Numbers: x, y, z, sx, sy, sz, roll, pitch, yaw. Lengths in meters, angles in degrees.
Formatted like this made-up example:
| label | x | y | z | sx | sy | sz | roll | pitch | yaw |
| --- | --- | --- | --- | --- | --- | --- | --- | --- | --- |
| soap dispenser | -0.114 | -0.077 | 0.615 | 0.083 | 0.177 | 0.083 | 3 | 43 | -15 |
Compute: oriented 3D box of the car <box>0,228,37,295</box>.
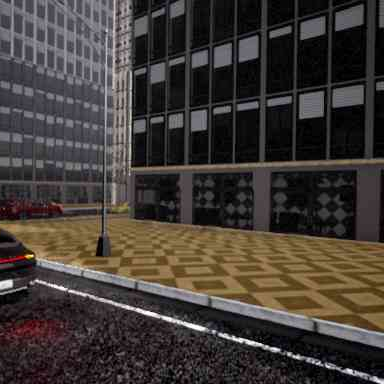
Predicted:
| label | x | y | z | sx | sy | sz | roll | pitch | yaw |
| --- | --- | --- | --- | --- | --- | --- | --- | --- | --- |
| car | -5.477 | 1.497 | 7.619 | 4.892 | 1.490 | 1.837 | 0 | 0 | 36 |

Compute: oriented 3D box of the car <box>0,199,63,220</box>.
| label | x | y | z | sx | sy | sz | roll | pitch | yaw |
| --- | --- | --- | --- | --- | --- | --- | --- | --- | --- |
| car | -14.181 | 1.509 | 29.677 | 2.192 | 1.841 | 5.009 | 1 | 0 | 37 |

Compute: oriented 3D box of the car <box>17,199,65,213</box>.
| label | x | y | z | sx | sy | sz | roll | pitch | yaw |
| --- | --- | --- | --- | --- | --- | --- | --- | --- | --- |
| car | -17.646 | 1.630 | 39.064 | 1.752 | 1.417 | 4.829 | 1 | 0 | 37 |

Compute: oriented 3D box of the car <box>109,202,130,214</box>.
| label | x | y | z | sx | sy | sz | roll | pitch | yaw |
| --- | --- | --- | --- | --- | --- | --- | --- | --- | --- |
| car | -7.351 | 1.820 | 38.864 | 1.752 | 1.417 | 4.829 | 1 | 0 | 37 |
